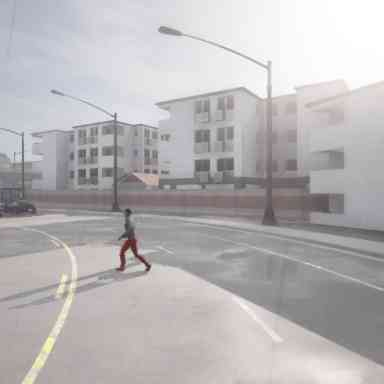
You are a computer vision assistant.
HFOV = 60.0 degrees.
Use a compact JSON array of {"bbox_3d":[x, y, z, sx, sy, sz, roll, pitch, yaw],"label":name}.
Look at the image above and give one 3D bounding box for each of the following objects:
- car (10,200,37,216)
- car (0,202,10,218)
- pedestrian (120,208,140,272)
[{"bbox_3d":[-16.980,1.526,32.507,4.674,1.442,1.812,0,0,37],"label":"car"},{"bbox_3d":[-18.259,1.505,29.115,4.892,1.490,1.837,0,0,37],"label":"car"},{"bbox_3d":[-1.720,1.294,9.203,0.375,1.860,0.375,0,0,-18],"label":"pedestrian"}]
